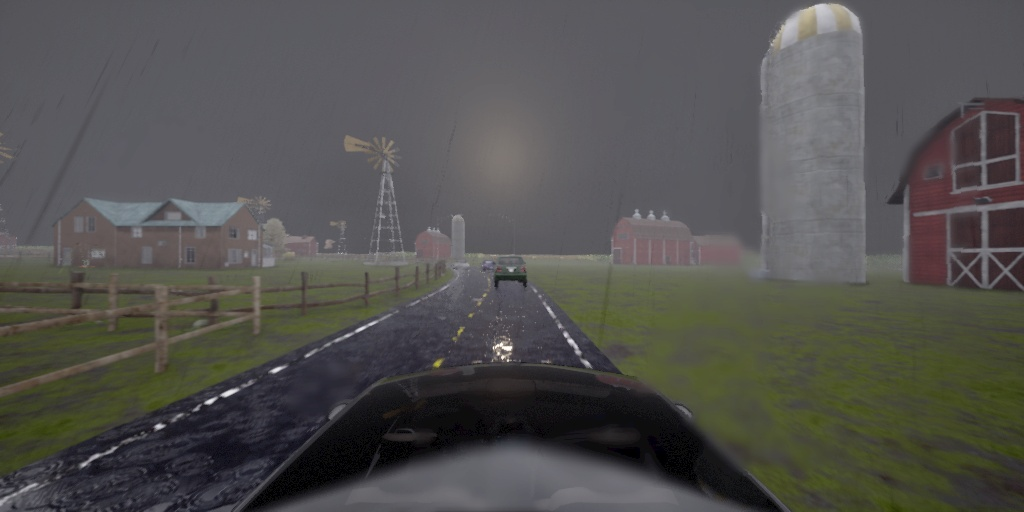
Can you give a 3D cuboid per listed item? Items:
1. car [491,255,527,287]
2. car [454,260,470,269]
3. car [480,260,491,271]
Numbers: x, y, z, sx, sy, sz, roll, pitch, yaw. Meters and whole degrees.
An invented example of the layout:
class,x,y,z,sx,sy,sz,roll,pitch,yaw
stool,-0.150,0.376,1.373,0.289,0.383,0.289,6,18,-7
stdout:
class,x,y,z,sx,sy,sz,roll,pitch,yaw
car,-0.194,0.969,24.876,2.150,2.045,5.566,0,0,-3
car,-7.456,1.298,53.299,1.895,1.301,4.718,0,0,-14
car,-3.033,1.247,46.899,1.812,1.442,4.674,0,0,-11
